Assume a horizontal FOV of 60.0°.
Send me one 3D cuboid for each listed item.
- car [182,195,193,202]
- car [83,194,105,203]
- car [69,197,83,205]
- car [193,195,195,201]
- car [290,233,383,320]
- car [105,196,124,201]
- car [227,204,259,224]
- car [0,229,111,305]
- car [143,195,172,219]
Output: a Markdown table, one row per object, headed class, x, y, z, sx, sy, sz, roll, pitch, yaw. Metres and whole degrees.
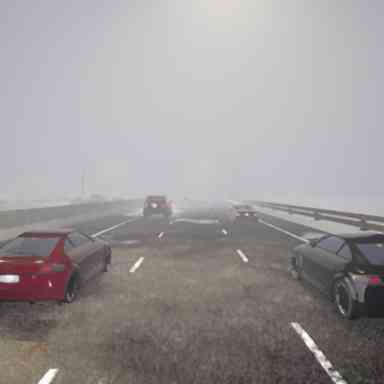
| class | x | y | z | sx | sy | sz | roll | pitch | yaw |
| --- | --- | --- | --- | --- | --- | --- | --- | --- | --- |
| car | -1.444 | 1.822 | 83.205 | 1.837 | 1.490 | 4.892 | 0 | 0 | 3 |
| car | -16.539 | 1.397 | 57.868 | 2.150 | 2.045 | 5.566 | 0 | 0 | 3 |
| car | -19.998 | 1.671 | 58.741 | 2.128 | 1.511 | 4.902 | 0 | 0 | 2 |
| car | -0.874 | 1.906 | 94.158 | 1.812 | 1.442 | 4.674 | 0 | 0 | 3 |
| car | 3.628 | 1.579 | 7.332 | 1.994 | 1.385 | 4.181 | 0 | 0 | 0 |
| car | -13.046 | 1.656 | 57.786 | 1.882 | 1.535 | 5.008 | 0 | 0 | 2 |
| car | 3.807 | 1.612 | 25.365 | 2.033 | 1.411 | 5.357 | 0 | 0 | 1 |
| car | -3.367 | 1.579 | 8.170 | 1.994 | 1.385 | 4.181 | 0 | 0 | 0 |
| car | -3.103 | 1.301 | 30.653 | 2.150 | 2.045 | 5.566 | 0 | 0 | 1 |
